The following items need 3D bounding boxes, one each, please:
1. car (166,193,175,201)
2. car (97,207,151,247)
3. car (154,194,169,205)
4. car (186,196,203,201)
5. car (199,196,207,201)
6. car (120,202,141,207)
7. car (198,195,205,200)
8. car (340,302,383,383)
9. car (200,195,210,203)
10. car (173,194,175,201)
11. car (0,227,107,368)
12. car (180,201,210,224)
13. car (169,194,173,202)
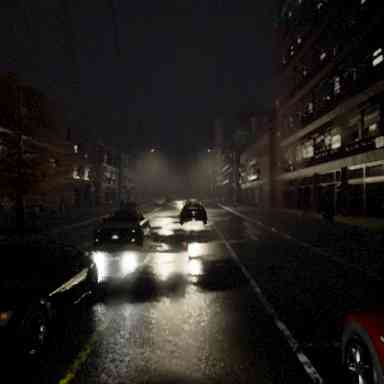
[{"bbox_3d":[-5.662,1.336,87.558,2.192,1.841,5.009,1,0,0],"label":"car"},{"bbox_3d":[-2.998,1.566,14.947,1.994,1.385,4.181,0,0,0],"label":"car"},{"bbox_3d":[-5.668,1.450,59.124,1.967,1.590,4.097,1,0,0],"label":"car"},{"bbox_3d":[0.099,1.571,46.214,1.994,1.385,4.181,0,0,0],"label":"car"},{"bbox_3d":[2.712,1.601,81.931,1.802,1.307,4.206,1,0,0],"label":"car"},{"bbox_3d":[-5.673,1.586,30.692,1.802,1.307,4.206,1,0,0],"label":"car"},{"bbox_3d":[2.714,1.569,93.305,1.887,1.381,4.507,1,0,0],"label":"car"},{"bbox_3d":[2.706,1.441,2.318,1.967,1.590,4.097,1,0,0],"label":"car"},{"bbox_3d":[2.711,1.537,65.042,1.752,1.417,4.829,1,0,0],"label":"car"},{"bbox_3d":[-5.666,1.456,76.185,1.967,1.590,4.097,1,0,0],"label":"car"},{"bbox_3d":[-3.087,1.565,5.742,1.994,1.385,4.181,0,0,1],"label":"car"},{"bbox_3d":[0.104,1.604,24.706,1.895,1.301,4.718,0,0,0],"label":"car"},{"bbox_3d":[-5.669,1.580,70.499,1.947,1.339,4.313,1,0,0],"label":"car"}]
